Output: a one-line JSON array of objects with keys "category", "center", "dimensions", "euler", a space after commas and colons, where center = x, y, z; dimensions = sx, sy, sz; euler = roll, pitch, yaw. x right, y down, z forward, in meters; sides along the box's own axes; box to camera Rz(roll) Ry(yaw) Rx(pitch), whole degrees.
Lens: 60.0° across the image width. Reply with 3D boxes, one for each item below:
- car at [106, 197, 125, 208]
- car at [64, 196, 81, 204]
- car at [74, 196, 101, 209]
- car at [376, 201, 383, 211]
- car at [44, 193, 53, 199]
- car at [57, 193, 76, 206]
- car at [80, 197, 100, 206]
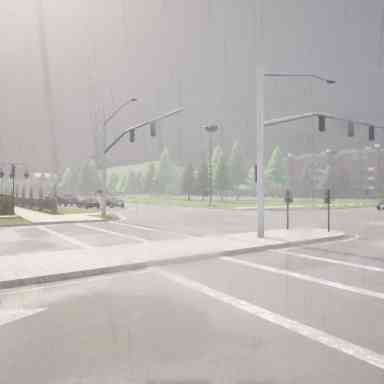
[{"category": "car", "center": [-11.342, 1.491, 47.647], "dimensions": [2.128, 1.511, 4.902], "euler": [0, 0, -36]}, {"category": "car", "center": [-22.907, 1.564, 63.688], "dimensions": [1.994, 1.385, 4.181], "euler": [0, 0, -36]}, {"category": "car", "center": [-14.149, 1.601, 45.552], "dimensions": [1.895, 1.301, 4.718], "euler": [0, 0, -36]}, {"category": "car", "center": [23.599, 1.491, 39.128], "dimensions": [4.902, 1.511, 2.128], "euler": [0, 0, -35]}, {"category": "car", "center": [-25.991, 1.222, 61.977], "dimensions": [2.150, 2.045, 5.566], "euler": [0, 0, -35]}, {"category": "car", "center": [-19.858, 1.221, 53.429], "dimensions": [2.150, 2.045, 5.566], "euler": [0, 0, -36]}, {"category": "car", "center": [-17.101, 1.564, 55.592], "dimensions": [1.994, 1.385, 4.181], "euler": [0, 0, -36]}]
